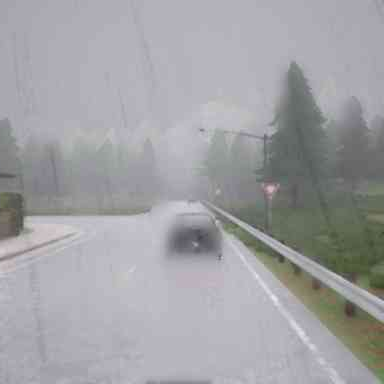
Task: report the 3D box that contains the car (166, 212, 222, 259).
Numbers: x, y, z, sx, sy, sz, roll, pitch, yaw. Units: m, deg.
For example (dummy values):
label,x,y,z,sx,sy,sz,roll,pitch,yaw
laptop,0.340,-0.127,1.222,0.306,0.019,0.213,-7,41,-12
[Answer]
label,x,y,z,sx,sy,sz,roll,pitch,yaw
car,0.076,1.520,12.889,1.882,1.535,5.008,0,0,0

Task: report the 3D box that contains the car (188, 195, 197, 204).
label,x,y,z,sx,sy,sz,roll,pitch,yaw
car,0.006,1.824,71.329,1.895,1.301,4.718,0,0,0

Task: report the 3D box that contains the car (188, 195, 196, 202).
label,x,y,z,sx,sy,sz,roll,pitch,yaw
car,0.007,1.592,81.293,1.837,1.490,4.892,0,0,0
